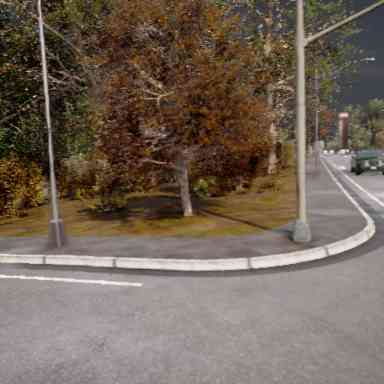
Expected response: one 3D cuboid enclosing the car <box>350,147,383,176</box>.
[{"bbox_3d":[14.031,-2.488,26.606,2.150,2.045,5.566,0,8,20],"label":"car"}]
